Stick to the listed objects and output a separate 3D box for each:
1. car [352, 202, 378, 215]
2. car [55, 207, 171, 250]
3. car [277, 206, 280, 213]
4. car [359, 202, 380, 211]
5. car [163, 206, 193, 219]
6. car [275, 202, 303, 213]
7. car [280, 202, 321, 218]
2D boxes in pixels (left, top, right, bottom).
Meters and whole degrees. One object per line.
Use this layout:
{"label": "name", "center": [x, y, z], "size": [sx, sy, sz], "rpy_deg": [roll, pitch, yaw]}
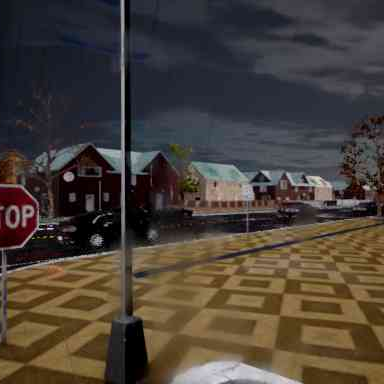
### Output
{"label": "car", "center": [21.608, 2.112, 41.326], "size": [2.033, 1.411, 5.357], "rpy_deg": [-1, -1, 43]}
{"label": "car", "center": [-3.489, 1.601, 14.774], "size": [1.837, 1.490, 4.892], "rpy_deg": [-1, -1, 43]}
{"label": "car", "center": [12.726, 2.017, 41.627], "size": [1.882, 1.535, 5.008], "rpy_deg": [-1, -2, 44]}
{"label": "car", "center": [28.673, 2.316, 53.536], "size": [1.812, 1.442, 4.674], "rpy_deg": [-1, -2, 43]}
{"label": "car", "center": [-2.130, 1.933, 30.695], "size": [1.895, 1.301, 4.718], "rpy_deg": [-1, -1, 43]}
{"label": "car", "center": [13.902, 2.162, 47.536], "size": [1.812, 1.442, 4.674], "rpy_deg": [-1, -1, 44]}
{"label": "car", "center": [12.018, 1.996, 35.911], "size": [2.033, 1.411, 5.357], "rpy_deg": [-1, -1, 43]}
